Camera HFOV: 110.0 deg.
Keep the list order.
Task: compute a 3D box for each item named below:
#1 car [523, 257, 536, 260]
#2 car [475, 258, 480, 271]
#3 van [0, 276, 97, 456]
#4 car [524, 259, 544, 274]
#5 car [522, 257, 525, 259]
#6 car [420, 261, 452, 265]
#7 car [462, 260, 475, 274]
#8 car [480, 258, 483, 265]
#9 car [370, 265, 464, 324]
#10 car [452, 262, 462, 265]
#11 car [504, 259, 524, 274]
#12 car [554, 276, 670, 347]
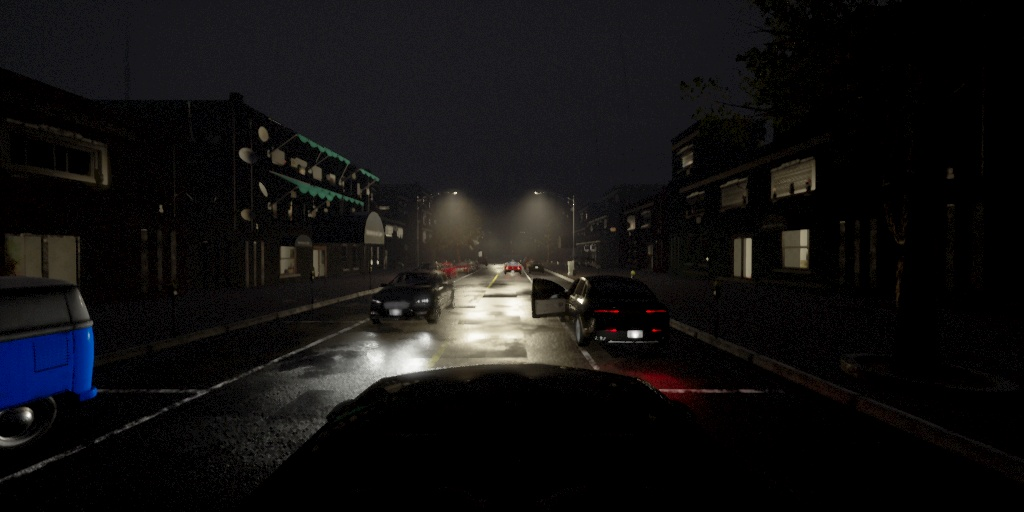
[{"bbox_3d":[2.720,1.247,47.017,1.751,1.417,4.829,0,0,0],"label":"car"},{"bbox_3d":[-5.662,1.272,46.850,2.007,1.370,4.403,0,0,0],"label":"car"},{"bbox_3d":[-5.686,1.090,2.464,1.690,1.789,3.998,0,0,0],"label":"van"},{"bbox_3d":[2.716,1.291,41.300,1.948,1.339,4.313,0,0,0],"label":"car"},{"bbox_3d":[2.722,1.033,52.397,2.192,1.841,5.009,0,0,0],"label":"car"},{"bbox_3d":[-5.674,1.176,24.657,1.967,1.591,4.097,0,0,0],"label":"car"},{"bbox_3d":[-5.664,1.307,41.302,1.802,1.307,4.207,0,0,0],"label":"car"},{"bbox_3d":[-5.658,1.300,52.399,1.802,1.307,4.207,0,0,0],"label":"car"},{"bbox_3d":[-3.095,1.235,11.987,2.128,1.511,4.902,0,0,0],"label":"car"},{"bbox_3d":[-5.670,1.278,30.206,1.888,1.381,4.507,0,0,0],"label":"car"},{"bbox_3d":[0.104,1.327,39.899,1.895,1.301,4.718,0,0,0],"label":"car"},{"bbox_3d":[2.359,1.250,9.289,1.837,1.490,4.892,0,0,0],"label":"car"}]
